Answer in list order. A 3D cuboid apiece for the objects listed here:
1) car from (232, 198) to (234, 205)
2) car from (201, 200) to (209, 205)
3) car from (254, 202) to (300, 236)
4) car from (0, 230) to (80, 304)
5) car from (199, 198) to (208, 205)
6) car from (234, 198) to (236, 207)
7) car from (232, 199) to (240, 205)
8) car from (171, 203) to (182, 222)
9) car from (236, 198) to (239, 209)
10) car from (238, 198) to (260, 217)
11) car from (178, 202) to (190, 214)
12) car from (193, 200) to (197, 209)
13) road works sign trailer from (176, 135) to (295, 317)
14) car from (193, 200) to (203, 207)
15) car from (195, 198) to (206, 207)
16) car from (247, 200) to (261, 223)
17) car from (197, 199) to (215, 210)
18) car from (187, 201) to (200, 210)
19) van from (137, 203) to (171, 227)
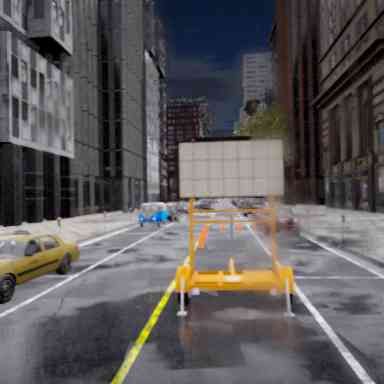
[{"bbox_3d":[9.864,2.363,69.875,1.802,1.307,4.206,-1,-1,6],"label":"car"},{"bbox_3d":[3.571,2.858,93.156,1.947,1.339,4.313,-1,-1,6],"label":"car"},{"bbox_3d":[4.940,1.585,19.365,1.967,1.590,4.097,-1,-1,6],"label":"car"},{"bbox_3d":[-4.655,1.728,8.773,1.752,1.417,4.829,-1,0,7],"label":"car"},{"bbox_3d":[3.018,2.524,87.549,2.192,1.841,5.009,-1,-1,6],"label":"car"},{"bbox_3d":[8.222,2.001,53.039,1.967,1.590,4.097,-1,-1,6],"label":"car"},{"bbox_3d":[11.506,2.574,86.712,1.887,1.381,4.507,-1,-1,6],"label":"car"},{"bbox_3d":[-2.446,2.021,31.427,1.947,1.339,4.313,-1,-1,6],"label":"car"},{"bbox_3d":[7.125,1.732,41.816,2.192,1.841,5.009,-1,-1,6],"label":"car"},{"bbox_3d":[6.578,1.661,36.204,2.192,1.841,5.009,-1,-1,6],"label":"car"},{"bbox_3d":[-1.355,2.036,42.653,1.967,1.590,4.097,-1,-1,6],"label":"car"},{"bbox_3d":[-0.806,2.212,48.263,1.887,1.381,4.507,-1,-1,6],"label":"car"},{"bbox_3d":[0.906,0.541,7.652,2.380,3.560,2.880,-1,-1,6],"label":"road works sign trailer"},{"bbox_3d":[1.365,2.483,70.541,1.752,1.417,4.829,-1,-1,6],"label":"car"},{"bbox_3d":[1.923,2.357,76.325,2.192,1.841,5.009,-1,-1,6],"label":"car"},{"bbox_3d":[5.487,1.650,24.976,1.967,1.590,4.097,-1,-1,6],"label":"car"},{"bbox_3d":[1.946,2.175,49.221,2.033,1.411,5.357,-1,-1,6],"label":"car"},{"bbox_3d":[0.289,2.393,59.487,1.802,1.307,4.206,-1,-1,6],"label":"car"},{"bbox_3d":[-2.997,1.730,25.818,1.690,1.788,3.998,-1,-1,6],"label":"van"}]
